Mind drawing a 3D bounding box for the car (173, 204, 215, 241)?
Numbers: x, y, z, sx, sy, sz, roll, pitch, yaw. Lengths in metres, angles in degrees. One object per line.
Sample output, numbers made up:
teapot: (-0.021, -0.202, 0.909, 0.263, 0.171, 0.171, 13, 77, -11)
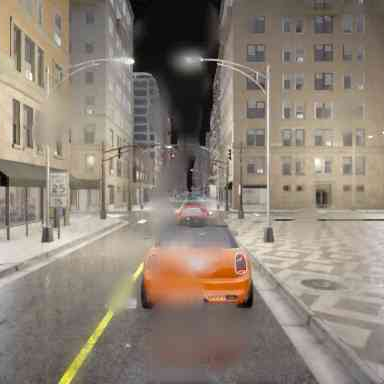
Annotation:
car: (0.084, 1.477, 17.656, 1.882, 1.535, 5.008, 0, 0, 0)

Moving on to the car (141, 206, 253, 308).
car: (0.089, 1.352, 8.056, 2.097, 1.767, 4.553, 0, 0, 0)
